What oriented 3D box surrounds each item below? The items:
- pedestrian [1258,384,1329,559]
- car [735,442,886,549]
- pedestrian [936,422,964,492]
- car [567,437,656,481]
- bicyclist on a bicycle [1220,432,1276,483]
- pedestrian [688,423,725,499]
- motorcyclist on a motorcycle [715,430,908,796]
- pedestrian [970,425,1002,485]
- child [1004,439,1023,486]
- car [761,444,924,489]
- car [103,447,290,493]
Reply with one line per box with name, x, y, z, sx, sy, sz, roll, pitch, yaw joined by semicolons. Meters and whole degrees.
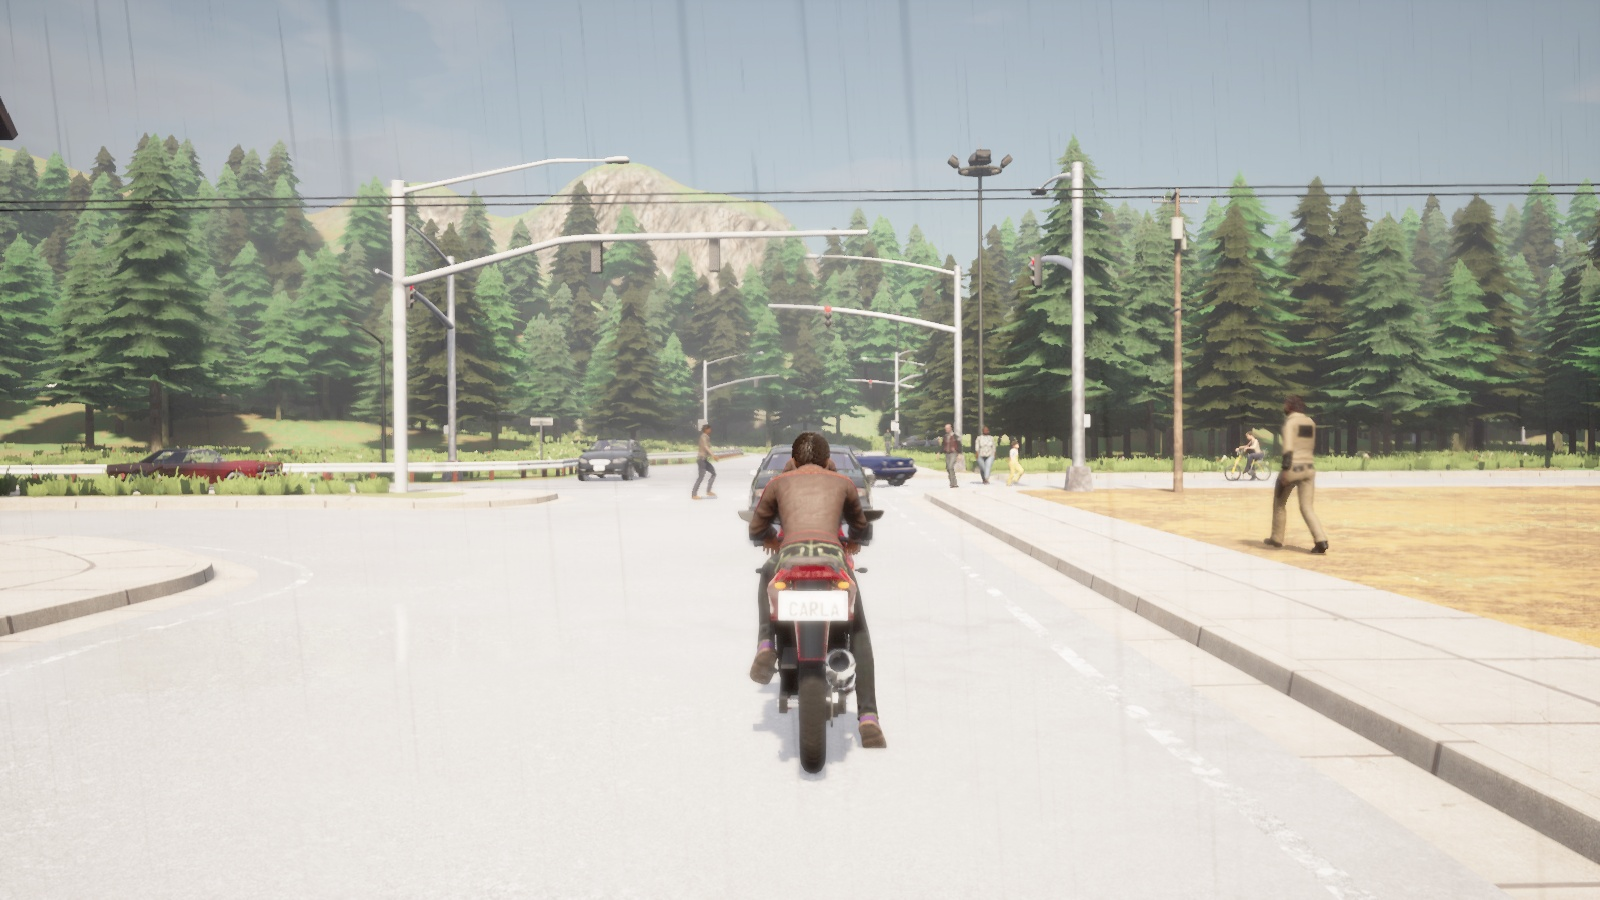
pedestrian;5.587;0.235;14.243;0.396;1.930;0.692;0;1;-18
car;0.165;0.596;19.547;2.033;1.411;5.357;0;1;1
pedestrian;4.023;0.186;33.584;0.376;1.854;0.720;0;1;45
car;-6.762;0.283;45.589;2.128;1.511;4.902;0;1;4
bicyclist on a bicycle;14.380;0.233;40.328;1.509;1.612;0.866;0;1;2
pedestrian;-2.234;0.259;30.007;0.869;1.805;0.328;0;1;-2
motorcyclist on a motorcycle;0.057;0.669;6.254;0.797;1.523;2.044;0;1;0
pedestrian;5.758;0.149;38.911;0.874;1.855;0.900;0;1;3
child;5.740;0.332;33.744;0.437;1.263;0.270;0;1;36
car;1.253;0.468;38.288;4.718;1.301;1.895;0;1;37
car;-18.043;0.585;37.681;4.718;1.301;1.895;0;1;1
